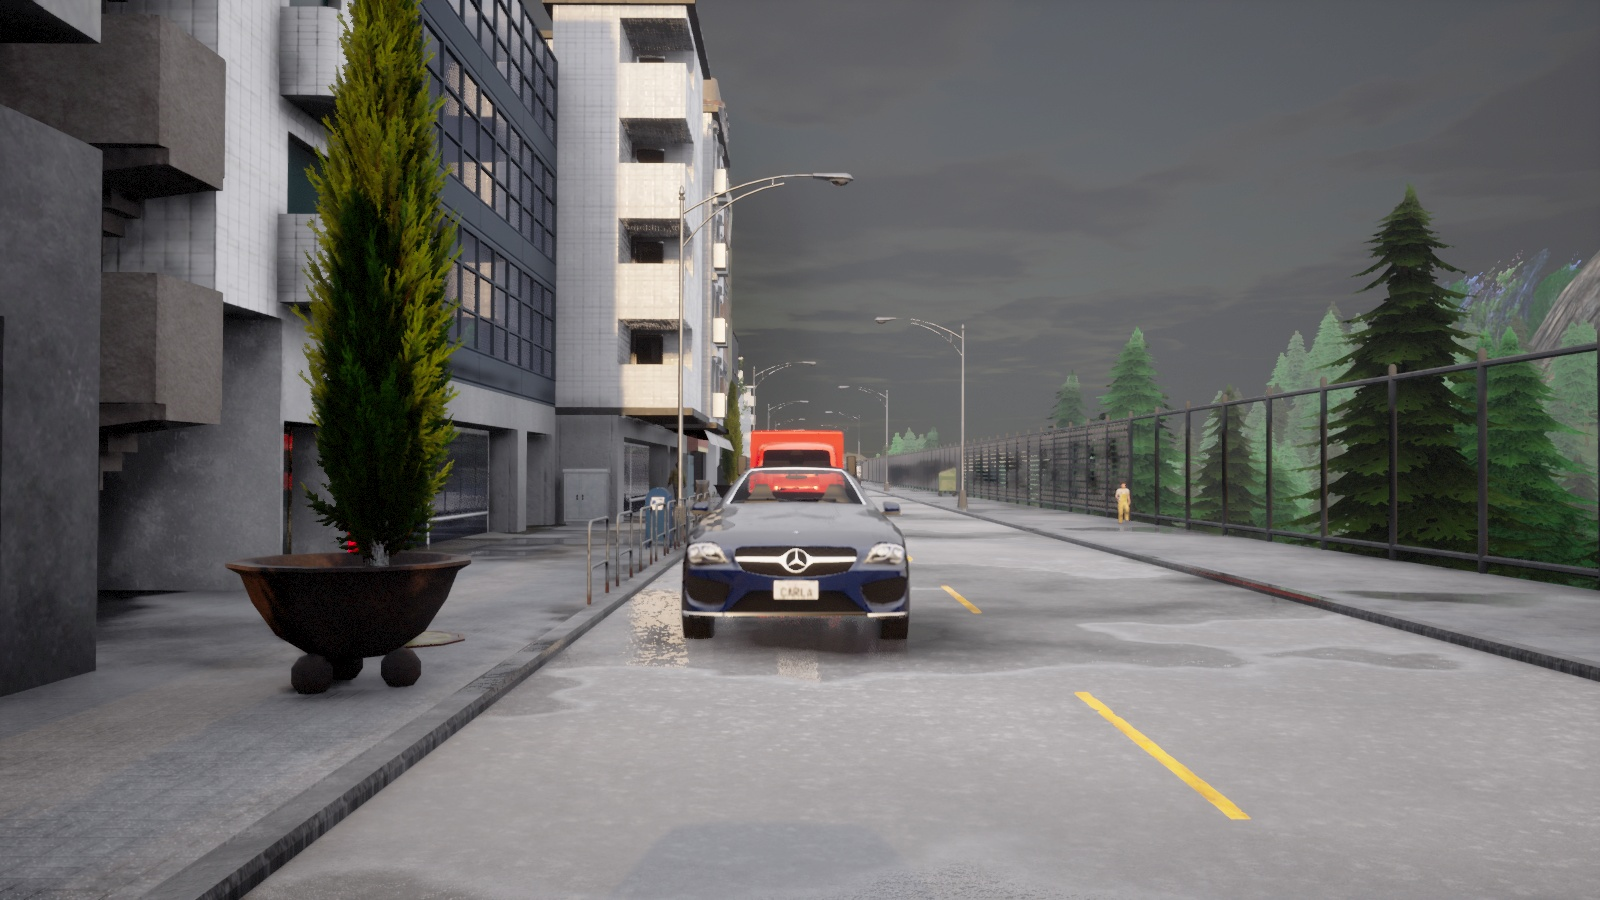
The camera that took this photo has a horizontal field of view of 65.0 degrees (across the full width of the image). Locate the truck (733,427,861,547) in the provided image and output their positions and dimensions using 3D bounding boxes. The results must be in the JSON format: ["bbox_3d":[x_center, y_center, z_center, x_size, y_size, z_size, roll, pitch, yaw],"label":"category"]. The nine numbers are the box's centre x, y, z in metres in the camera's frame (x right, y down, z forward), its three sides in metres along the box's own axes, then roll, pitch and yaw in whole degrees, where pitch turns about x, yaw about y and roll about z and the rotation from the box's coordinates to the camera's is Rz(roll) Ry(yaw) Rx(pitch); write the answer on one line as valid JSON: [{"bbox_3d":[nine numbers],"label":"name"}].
[{"bbox_3d":[-0.072,0.804,28.422,2.627,2.467,5.204,0,-1,0],"label":"truck"}]

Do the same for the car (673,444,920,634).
[{"bbox_3d":[-0.034,0.819,13.491,2.152,1.651,5.027,0,-1,0],"label":"car"}]

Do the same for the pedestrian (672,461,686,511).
[{"bbox_3d":[-4.455,1.315,46.129,0.370,1.835,0.726,0,-1,7],"label":"pedestrian"}]

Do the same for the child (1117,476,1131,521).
[{"bbox_3d":[9.067,1.357,35.157,0.270,1.263,0.437,0,-1,2],"label":"child"}]
